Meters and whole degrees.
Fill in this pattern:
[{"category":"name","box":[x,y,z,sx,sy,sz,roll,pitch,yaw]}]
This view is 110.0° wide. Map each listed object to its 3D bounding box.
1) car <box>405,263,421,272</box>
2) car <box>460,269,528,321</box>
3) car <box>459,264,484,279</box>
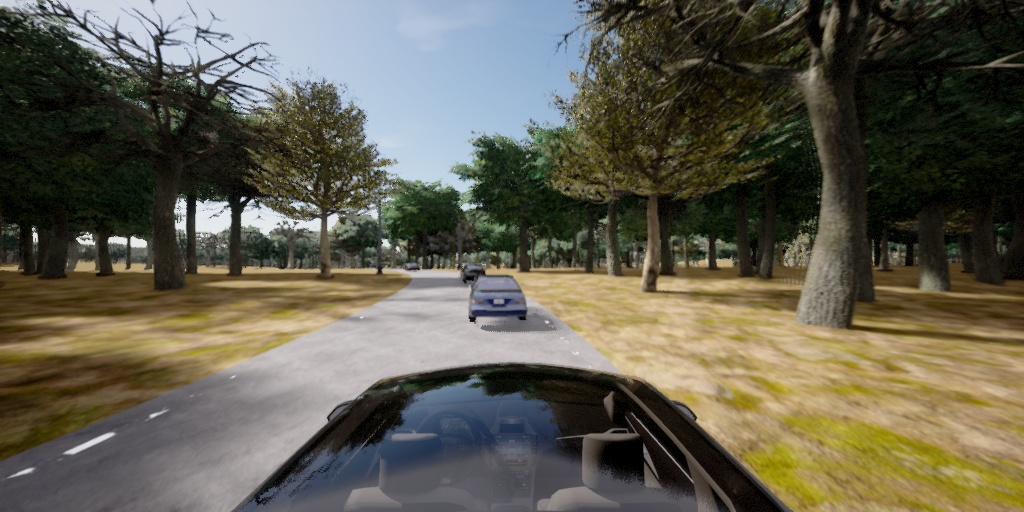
[{"category":"car","box":[-16.026,1.811,57.609,2.033,1.411,5.357,0,-1,-24]},{"category":"car","box":[-0.569,1.347,12.631,2.033,1.411,5.357,0,0,-5]},{"category":"car","box":[-3.256,1.435,29.735,1.837,1.490,4.892,0,0,-12]}]
